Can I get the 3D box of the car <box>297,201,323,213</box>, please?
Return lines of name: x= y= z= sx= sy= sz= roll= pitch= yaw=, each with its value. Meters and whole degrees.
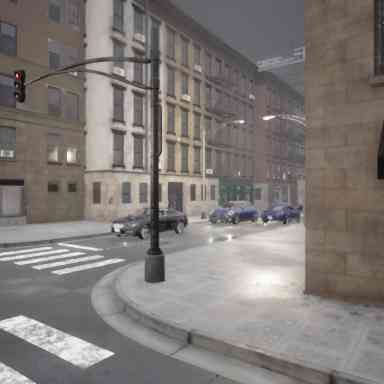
car: x=14.823 y=1.832 z=41.612 sx=1.895 sy=1.301 sz=4.718 roll=0 pitch=0 yaw=36

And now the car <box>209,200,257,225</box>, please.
car: x=3.190 y=1.476 z=25.349 sx=2.097 sy=1.767 sz=4.553 roll=0 pitch=0 yaw=36

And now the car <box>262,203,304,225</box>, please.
car: x=6.882 y=1.660 z=25.458 sx=1.812 sy=1.442 sz=4.674 roll=0 pitch=0 yaw=36

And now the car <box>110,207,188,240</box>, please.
car: x=-2.149 y=1.568 z=17.830 sx=2.128 sy=1.511 sz=4.902 roll=0 pitch=0 yaw=35

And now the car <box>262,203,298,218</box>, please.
car: x=8.910 y=1.777 z=33.360 sx=1.895 sy=1.301 sz=4.718 roll=0 pitch=0 yaw=35
